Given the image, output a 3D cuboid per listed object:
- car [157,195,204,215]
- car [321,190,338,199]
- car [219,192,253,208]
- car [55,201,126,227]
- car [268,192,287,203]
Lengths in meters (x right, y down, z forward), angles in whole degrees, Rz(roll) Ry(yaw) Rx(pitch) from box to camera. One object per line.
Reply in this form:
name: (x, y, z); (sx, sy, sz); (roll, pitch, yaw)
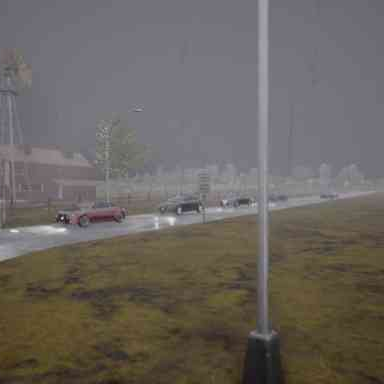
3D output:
car: (-0.823, 1.002, 27.251); (1.837, 1.490, 4.892); (1, 2, 36)
car: (22.620, 0.368, 54.656); (1.994, 1.385, 4.181); (1, 2, 36)
car: (4.685, 0.797, 34.854); (2.128, 1.511, 4.902); (1, 2, 36)
car: (-6.027, 1.238, 20.090); (1.994, 1.385, 4.181); (1, 2, 36)
car: (10.654, 0.695, 43.070); (1.895, 1.301, 4.718); (1, 2, 36)
